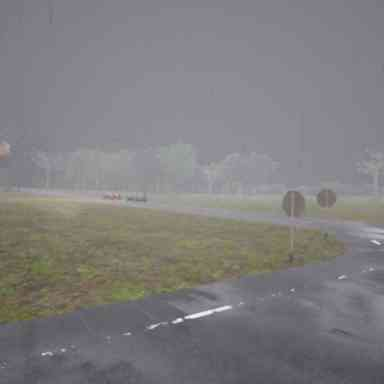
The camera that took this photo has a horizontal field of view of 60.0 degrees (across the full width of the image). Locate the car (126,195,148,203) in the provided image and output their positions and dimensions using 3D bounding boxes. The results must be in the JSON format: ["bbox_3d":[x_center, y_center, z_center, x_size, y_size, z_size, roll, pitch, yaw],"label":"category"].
[{"bbox_3d":[-8.963,1.059,53.453,1.895,1.301,4.718,2,0,-36],"label":"car"}]

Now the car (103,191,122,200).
[{"bbox_3d":[-14.756,0.600,61.565,2.097,1.767,4.553,2,0,-36],"label":"car"}]
